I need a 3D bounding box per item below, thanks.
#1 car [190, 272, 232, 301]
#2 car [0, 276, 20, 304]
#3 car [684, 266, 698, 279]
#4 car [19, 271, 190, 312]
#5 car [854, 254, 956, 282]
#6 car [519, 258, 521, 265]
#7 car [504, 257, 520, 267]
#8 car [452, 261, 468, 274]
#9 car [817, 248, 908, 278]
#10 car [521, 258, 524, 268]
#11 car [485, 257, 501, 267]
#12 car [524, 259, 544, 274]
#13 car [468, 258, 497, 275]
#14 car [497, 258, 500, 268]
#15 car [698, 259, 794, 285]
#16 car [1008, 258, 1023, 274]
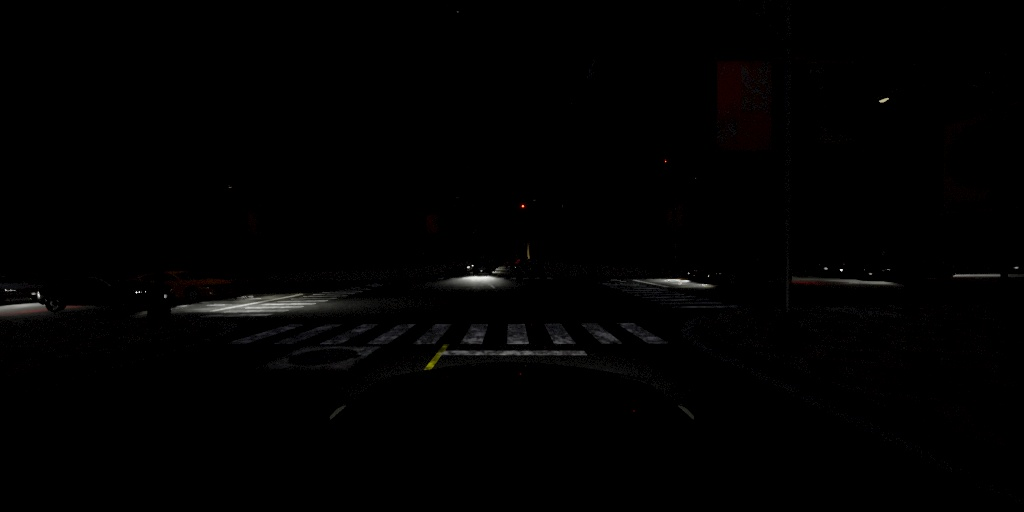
[{"bbox_3d":[-17.649,1.528,18.950,5.008,1.535,1.882,-1,0,2],"label":"car"},{"bbox_3d":[-27.623,1.763,18.932,4.674,1.442,1.812,-1,0,0],"label":"car"},{"bbox_3d":[14.658,1.020,25.697,4.181,1.385,1.994,-1,0,0],"label":"car"},{"bbox_3d":[-17.626,1.546,15.706,4.902,1.511,2.128,-1,0,2],"label":"car"},{"bbox_3d":[24.811,0.808,22.466,4.674,1.442,1.812,-1,0,0],"label":"car"},{"bbox_3d":[2.654,1.311,57.497,2.007,1.370,4.403,0,0,0],"label":"car"},{"bbox_3d":[-0.044,1.328,64.536,1.994,1.385,4.181,0,0,0],"label":"car"},{"bbox_3d":[-5.792,1.305,41.126,2.007,1.370,4.403,0,0,0],"label":"car"},{"bbox_3d":[25.263,0.488,25.717,5.566,2.045,2.150,-1,0,0],"label":"car"},{"bbox_3d":[2.680,1.304,52.053,1.888,1.381,4.507,0,0,0],"label":"car"},{"bbox_3d":[-3.201,1.287,58.891,1.812,1.442,4.674,0,0,0],"label":"car"},{"bbox_3d":[2.733,1.305,41.164,2.007,1.370,4.403,0,0,0],"label":"car"},{"bbox_3d":[-3.115,1.246,38.802,2.128,1.511,4.902,0,0,0],"label":"car"},{"bbox_3d":[-3.164,1.305,48.949,2.033,1.411,5.357,0,0,0],"label":"car"},{"bbox_3d":[14.732,0.965,22.427,4.892,1.490,1.837,-1,0,2],"label":"car"},{"bbox_3d":[38.653,0.533,25.716,4.902,1.511,2.128,-1,0,0],"label":"car"}]
